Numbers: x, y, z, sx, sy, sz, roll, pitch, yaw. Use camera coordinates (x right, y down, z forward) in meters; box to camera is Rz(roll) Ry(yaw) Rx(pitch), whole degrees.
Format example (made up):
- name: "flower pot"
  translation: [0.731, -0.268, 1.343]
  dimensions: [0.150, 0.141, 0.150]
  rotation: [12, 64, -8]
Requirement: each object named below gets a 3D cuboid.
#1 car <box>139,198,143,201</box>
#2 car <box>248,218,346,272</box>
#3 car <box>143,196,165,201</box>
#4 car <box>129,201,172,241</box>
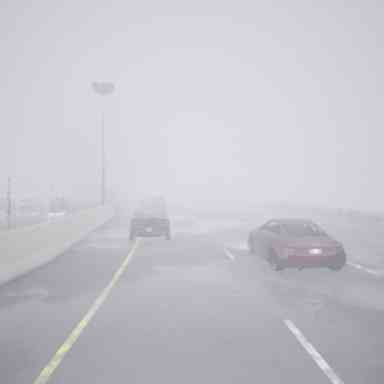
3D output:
- name: "car"
  translation: [-6.539, 1.464, 48.103]
  dimensions: [2.033, 1.411, 5.357]
  rotation: [0, 0, -17]
- name: "car"
  translation: [3.148, 1.535, 10.788]
  dimensions: [1.994, 1.385, 4.181]
  rotation: [0, 0, -3]
- name: "car"
  translation: [-4.183, 1.283, 38.572]
  dimensions: [2.097, 1.767, 4.553]
  rotation: [0, 0, -13]
- name: "car"
  translation: [-2.048, 1.448, 16.625]
  dimensions: [1.882, 1.535, 5.008]
  rotation: [0, 0, -5]
